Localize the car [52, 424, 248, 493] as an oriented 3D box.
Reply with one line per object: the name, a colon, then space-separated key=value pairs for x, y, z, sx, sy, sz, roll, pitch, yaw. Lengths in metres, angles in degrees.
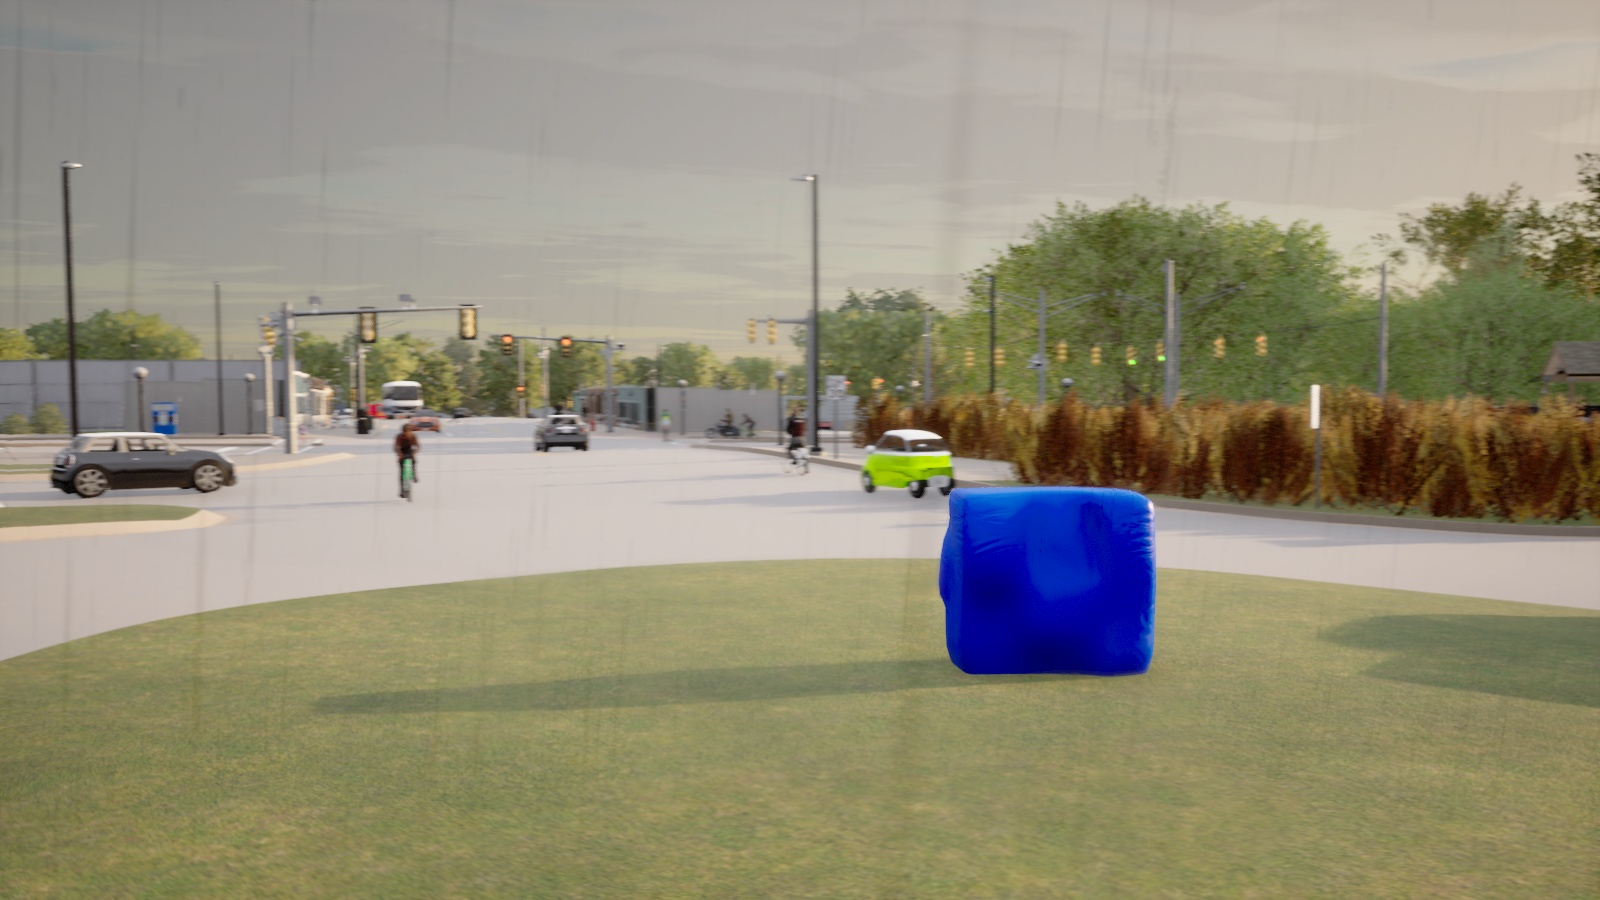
car: x=-15.566 y=0.155 z=30.157 sx=3.806 sy=1.475 sz=1.970 roll=-1 pitch=3 yaw=-41

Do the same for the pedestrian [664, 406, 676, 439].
pedestrian: x=-7.680 y=-1.630 z=74.352 sx=0.659 sy=1.952 sz=0.873 roll=0 pitch=3 yaw=-2

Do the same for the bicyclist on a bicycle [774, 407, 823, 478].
bicyclist on a bicycle: x=-0.057 y=-0.216 z=33.007 sx=0.659 sy=1.776 sz=1.843 roll=-1 pitch=3 yaw=-21

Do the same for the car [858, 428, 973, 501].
car: x=2.425 y=0.273 z=26.744 sx=1.481 sy=1.376 sz=2.207 roll=-2 pitch=4 yaw=-27

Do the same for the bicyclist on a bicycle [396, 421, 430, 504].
bicyclist on a bicycle: x=-7.952 y=0.229 z=25.743 sx=0.582 sy=1.620 sz=1.656 roll=-2 pitch=3 yaw=-18

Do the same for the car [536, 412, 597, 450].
car: x=-9.613 y=-0.795 z=51.462 sx=1.970 sy=1.475 sz=3.806 roll=-1 pitch=1 yaw=-18

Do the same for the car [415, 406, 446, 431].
car: x=-26.898 y=-2.309 z=91.340 sx=2.097 sy=1.767 sz=4.553 roll=-1 pitch=3 yaw=-17

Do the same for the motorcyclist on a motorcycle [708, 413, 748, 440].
motorcyclist on a motorcycle: x=-4.543 y=-1.502 z=79.241 sx=2.350 sy=1.649 sz=0.766 roll=1 pitch=1 yaw=-15
